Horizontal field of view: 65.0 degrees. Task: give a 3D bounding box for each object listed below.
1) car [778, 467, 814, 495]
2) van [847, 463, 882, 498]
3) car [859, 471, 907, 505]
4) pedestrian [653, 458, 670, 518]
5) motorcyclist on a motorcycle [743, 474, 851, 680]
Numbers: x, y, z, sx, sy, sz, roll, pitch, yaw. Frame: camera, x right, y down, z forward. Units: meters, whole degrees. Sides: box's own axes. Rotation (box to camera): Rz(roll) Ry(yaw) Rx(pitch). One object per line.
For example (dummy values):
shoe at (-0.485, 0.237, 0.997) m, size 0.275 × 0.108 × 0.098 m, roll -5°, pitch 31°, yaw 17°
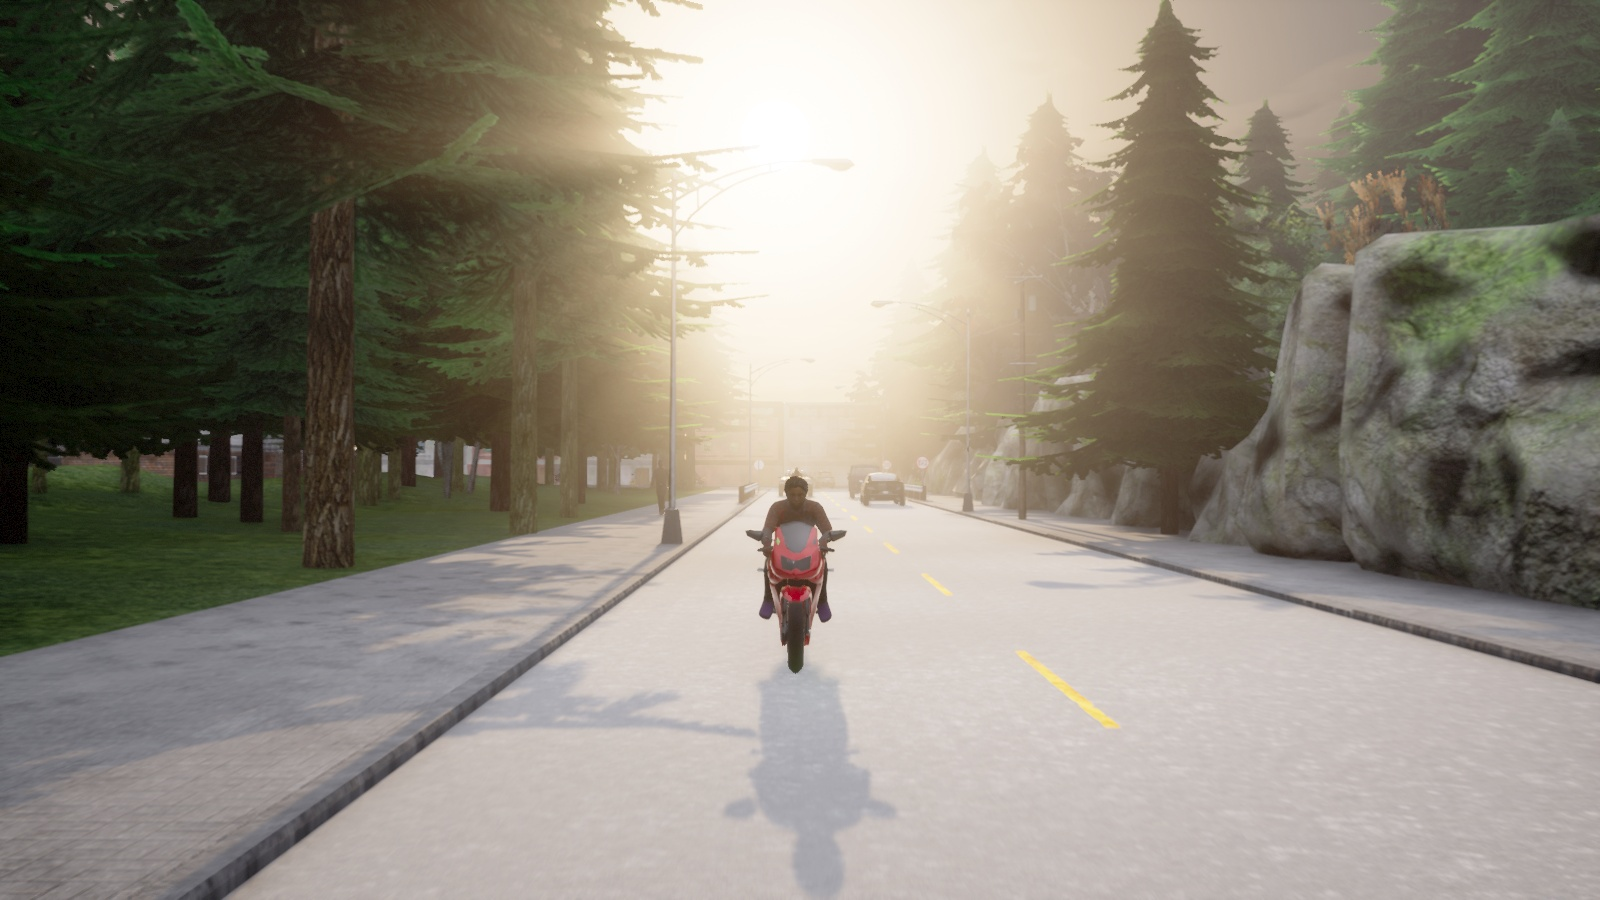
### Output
car at (-0.253, 1.893, 77.571) m, size 2.152 × 1.651 × 5.027 m, roll 0°, pitch -1°, yaw 0°
van at (3.773, 1.787, 73.749) m, size 1.775 × 1.987 × 4.442 m, roll 0°, pitch -1°, yaw 0°
car at (3.859, 1.767, 59.158) m, size 1.882 × 1.535 × 5.008 m, roll 0°, pitch -1°, yaw 0°
pedestrian at (-4.484, 1.225, 40.771) m, size 0.423 × 1.949 × 0.788 m, roll 0°, pitch -1°, yaw 3°
motorcyclist on a motorcycle at (-0.025, 0.972, 10.368) m, size 0.797 × 1.523 × 2.044 m, roll 0°, pitch -1°, yaw 0°
